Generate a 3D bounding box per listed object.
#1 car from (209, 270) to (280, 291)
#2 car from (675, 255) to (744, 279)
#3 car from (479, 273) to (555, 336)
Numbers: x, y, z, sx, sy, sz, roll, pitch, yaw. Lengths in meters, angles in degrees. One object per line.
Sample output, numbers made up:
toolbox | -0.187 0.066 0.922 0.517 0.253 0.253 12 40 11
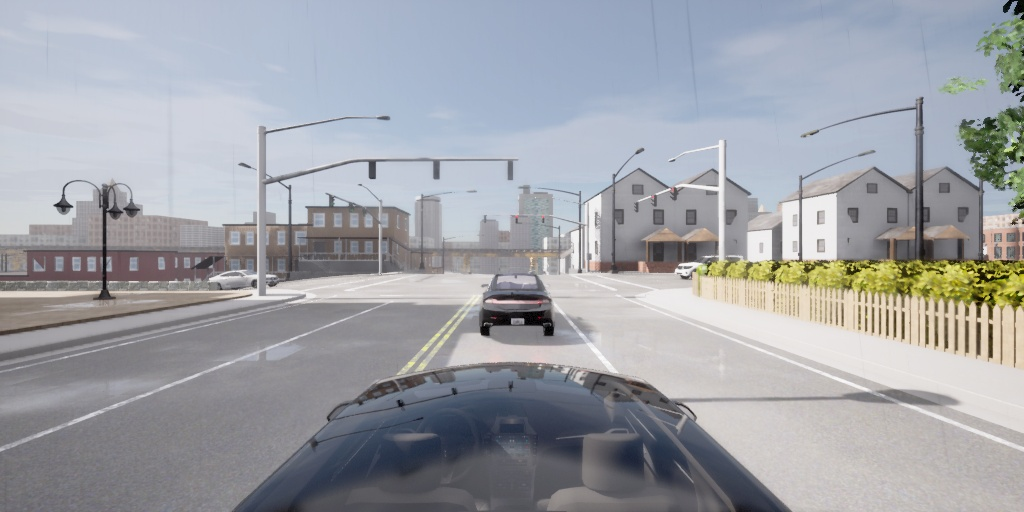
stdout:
car | -19.659 1.742 26.266 4.674 1.442 1.812 -4 0 1
car | 16.909 0.972 30.434 5.566 2.045 2.150 0 0 -1
car | 0.118 1.242 10.394 2.128 1.511 4.902 0 0 0
